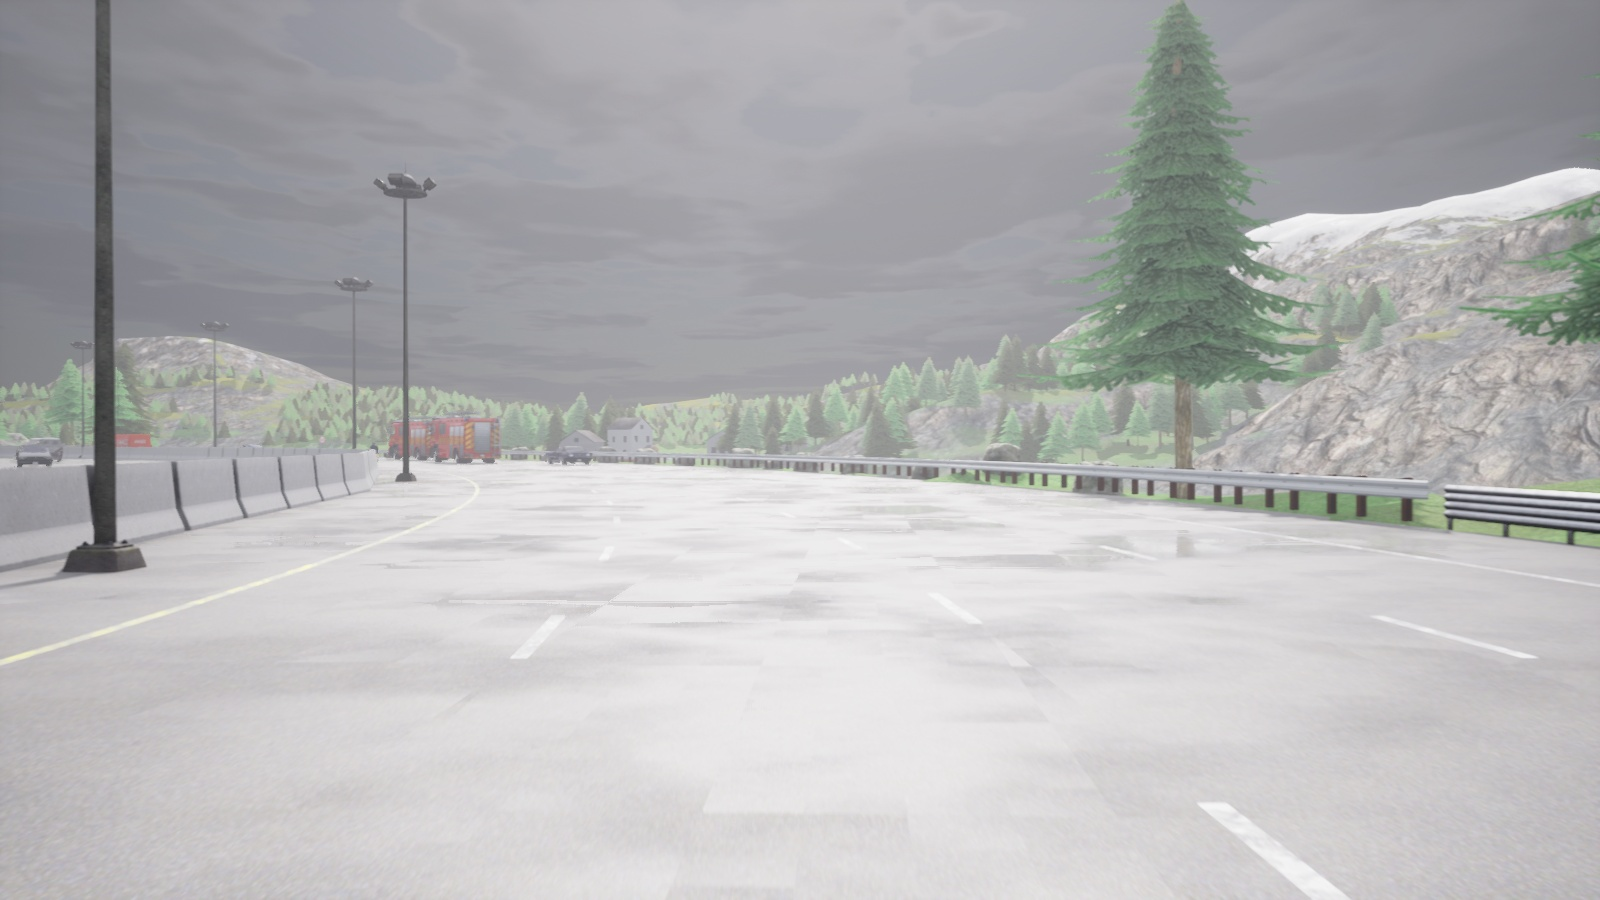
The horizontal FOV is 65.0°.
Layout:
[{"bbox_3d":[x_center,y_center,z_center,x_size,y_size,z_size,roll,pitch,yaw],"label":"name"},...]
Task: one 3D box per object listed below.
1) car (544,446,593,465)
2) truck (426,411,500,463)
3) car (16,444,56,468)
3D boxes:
[{"bbox_3d":[-16.056,0.350,86.800,1.895,1.301,4.718,0,0,-30],"label":"car"},{"bbox_3d":[-25.772,-0.970,95.835,2.891,3.827,8.468,0,0,-34],"label":"truck"},{"bbox_3d":[-47.116,0.336,77.367,2.033,1.411,5.357,0,0,-32],"label":"car"}]
